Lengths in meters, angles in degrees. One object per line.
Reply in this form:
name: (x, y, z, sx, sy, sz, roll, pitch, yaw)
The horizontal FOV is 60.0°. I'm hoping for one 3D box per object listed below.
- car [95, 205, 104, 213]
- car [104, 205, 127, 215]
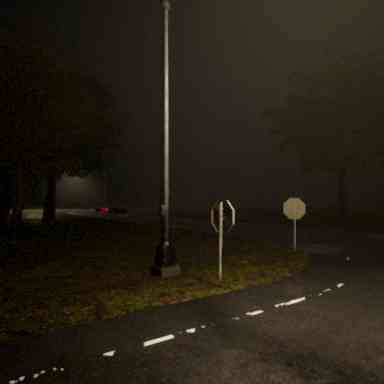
car: (-16.463, 3.145, 61.326, 1.994, 1.385, 4.181, 2, -2, -33)
car: (-12.421, 2.937, 55.275, 1.882, 1.535, 5.008, 2, -2, -33)
